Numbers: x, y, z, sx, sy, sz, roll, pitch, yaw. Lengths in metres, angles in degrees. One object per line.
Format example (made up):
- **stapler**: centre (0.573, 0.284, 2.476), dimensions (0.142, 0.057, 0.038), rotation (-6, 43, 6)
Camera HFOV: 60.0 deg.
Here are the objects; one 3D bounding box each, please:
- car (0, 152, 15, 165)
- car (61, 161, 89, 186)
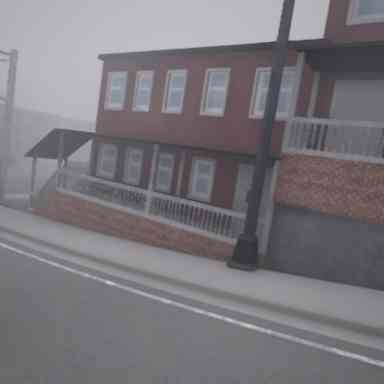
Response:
- **car**: centre (-21.599, -3.834, 36.119), dimensions (1.994, 1.385, 4.181), rotation (13, 7, 35)
- **car**: centre (-8.894, -1.591, 29.860), dimensions (2.150, 2.045, 5.566), rotation (13, 7, 36)
